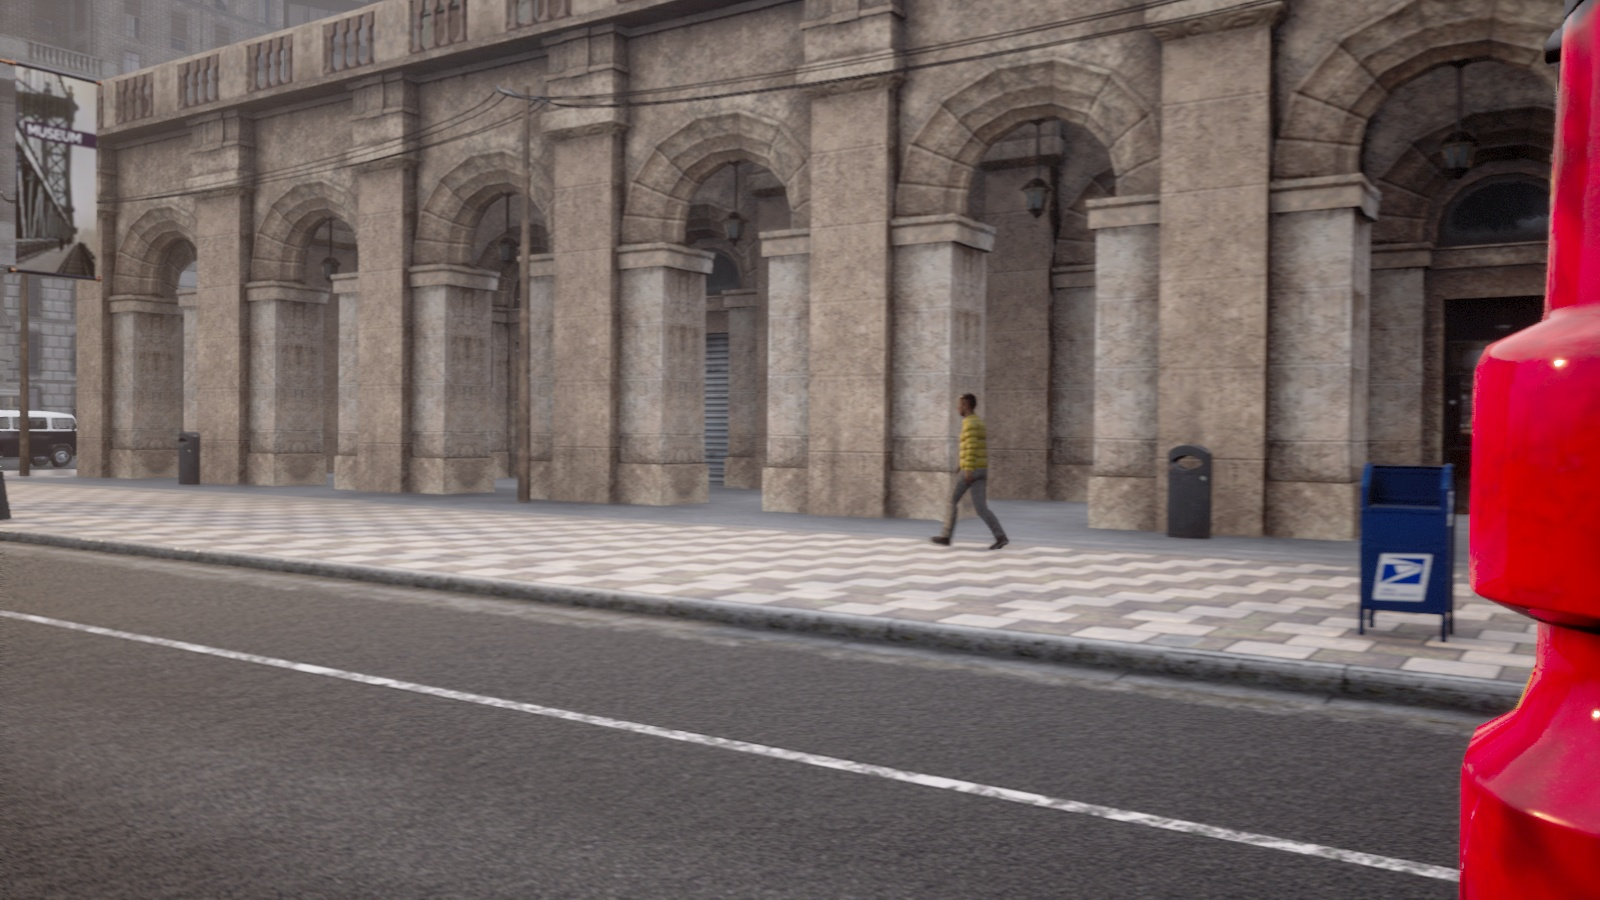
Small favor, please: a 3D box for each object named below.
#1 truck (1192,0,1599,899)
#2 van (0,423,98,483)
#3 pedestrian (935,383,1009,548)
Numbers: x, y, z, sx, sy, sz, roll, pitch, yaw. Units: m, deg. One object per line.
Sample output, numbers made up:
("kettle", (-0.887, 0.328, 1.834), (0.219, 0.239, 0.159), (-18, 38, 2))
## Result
("truck", (4.809, -0.483, 0.404), (8.468, 3.827, 2.891), (0, 1, 34))
("van", (-27.696, 0.103, 44.481), (2.069, 2.038, 4.480), (0, 1, 33))
("pedestrian", (1.975, 0.174, 14.384), (0.709, 1.840, 0.431), (0, 1, 33))
